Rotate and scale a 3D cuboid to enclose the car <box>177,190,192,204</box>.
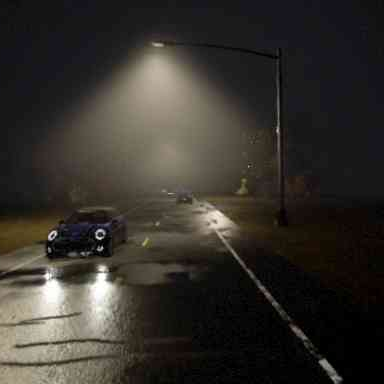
[{"bbox_3d":[-0.993,0.816,43.534,1.994,1.385,4.181,-1,2,-1],"label":"car"}]

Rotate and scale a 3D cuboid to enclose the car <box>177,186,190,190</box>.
[{"bbox_3d":[-1.489,-0.021,61.282,2.150,2.045,5.566,-1,2,-1],"label":"car"}]

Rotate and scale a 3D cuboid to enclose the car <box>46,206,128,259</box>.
[{"bbox_3d":[-3.877,1.397,12.905,2.097,1.767,4.553,-1,1,-1],"label":"car"}]

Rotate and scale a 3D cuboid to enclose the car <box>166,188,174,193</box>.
[{"bbox_3d":[-5.906,-0.425,89.351,2.033,1.411,5.357,-1,2,-2],"label":"car"}]
